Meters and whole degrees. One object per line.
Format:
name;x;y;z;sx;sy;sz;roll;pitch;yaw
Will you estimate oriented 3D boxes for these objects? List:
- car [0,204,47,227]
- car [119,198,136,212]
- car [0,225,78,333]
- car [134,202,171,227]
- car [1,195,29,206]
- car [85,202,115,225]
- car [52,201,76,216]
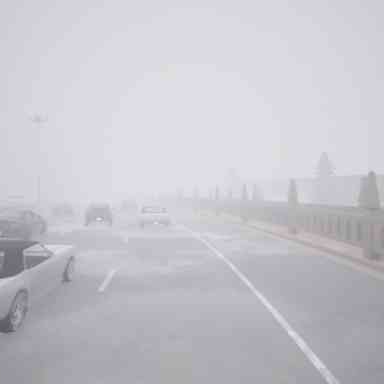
car;-8.595;1.571;16.416;1.812;1.442;4.674;0;0;-10
car;-7.639;1.550;40.119;1.837;1.490;4.892;0;0;-17
car;-3.805;1.618;6.682;1.895;1.301;4.718;0;0;-4
car;-2.730;1.612;22.719;1.895;1.301;4.718;0;0;-13
car;-24.332;1.386;46.320;2.150;2.045;5.566;0;0;-17
car;-6.787;1.541;24.455;1.837;1.490;4.892;0;0;-14
car;-13.179;1.608;34.242;1.812;1.442;4.674;0;0;-17
